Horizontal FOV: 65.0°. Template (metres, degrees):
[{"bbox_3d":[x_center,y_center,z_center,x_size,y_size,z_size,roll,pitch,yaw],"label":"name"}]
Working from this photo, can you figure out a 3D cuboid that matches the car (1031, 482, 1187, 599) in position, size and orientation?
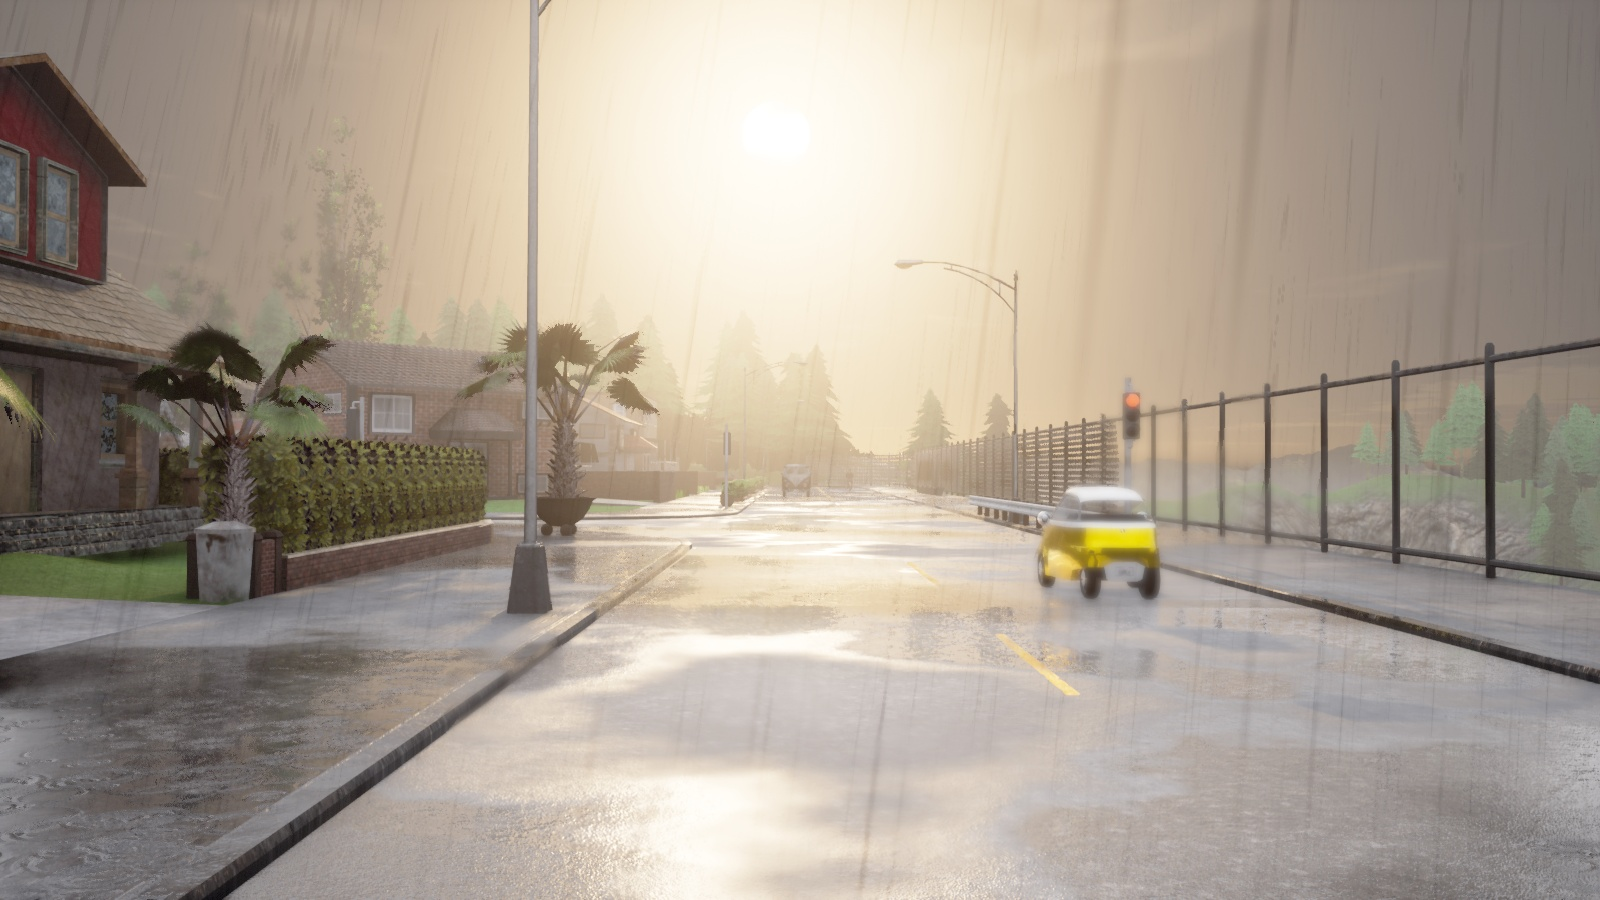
[{"bbox_3d":[3.959,1.128,16.375,1.481,1.376,2.207,0,-1,0],"label":"car"}]

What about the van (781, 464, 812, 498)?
[{"bbox_3d":[-0.214,1.837,75.772,1.775,1.987,4.442,0,-1,0],"label":"van"}]
